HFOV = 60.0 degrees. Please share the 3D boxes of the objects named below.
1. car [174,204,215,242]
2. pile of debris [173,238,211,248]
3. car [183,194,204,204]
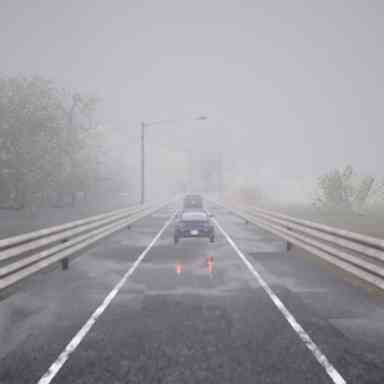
[{"bbox_3d":[0.104,1.528,16.344,1.812,1.442,4.674,0,0,0],"label":"car"},{"bbox_3d":[0.010,2.179,14.253,1.500,0.140,1.860,0,0,0],"label":"pile of debris"},{"bbox_3d":[0.150,1.225,36.807,2.150,2.045,5.566,0,0,0],"label":"car"}]
